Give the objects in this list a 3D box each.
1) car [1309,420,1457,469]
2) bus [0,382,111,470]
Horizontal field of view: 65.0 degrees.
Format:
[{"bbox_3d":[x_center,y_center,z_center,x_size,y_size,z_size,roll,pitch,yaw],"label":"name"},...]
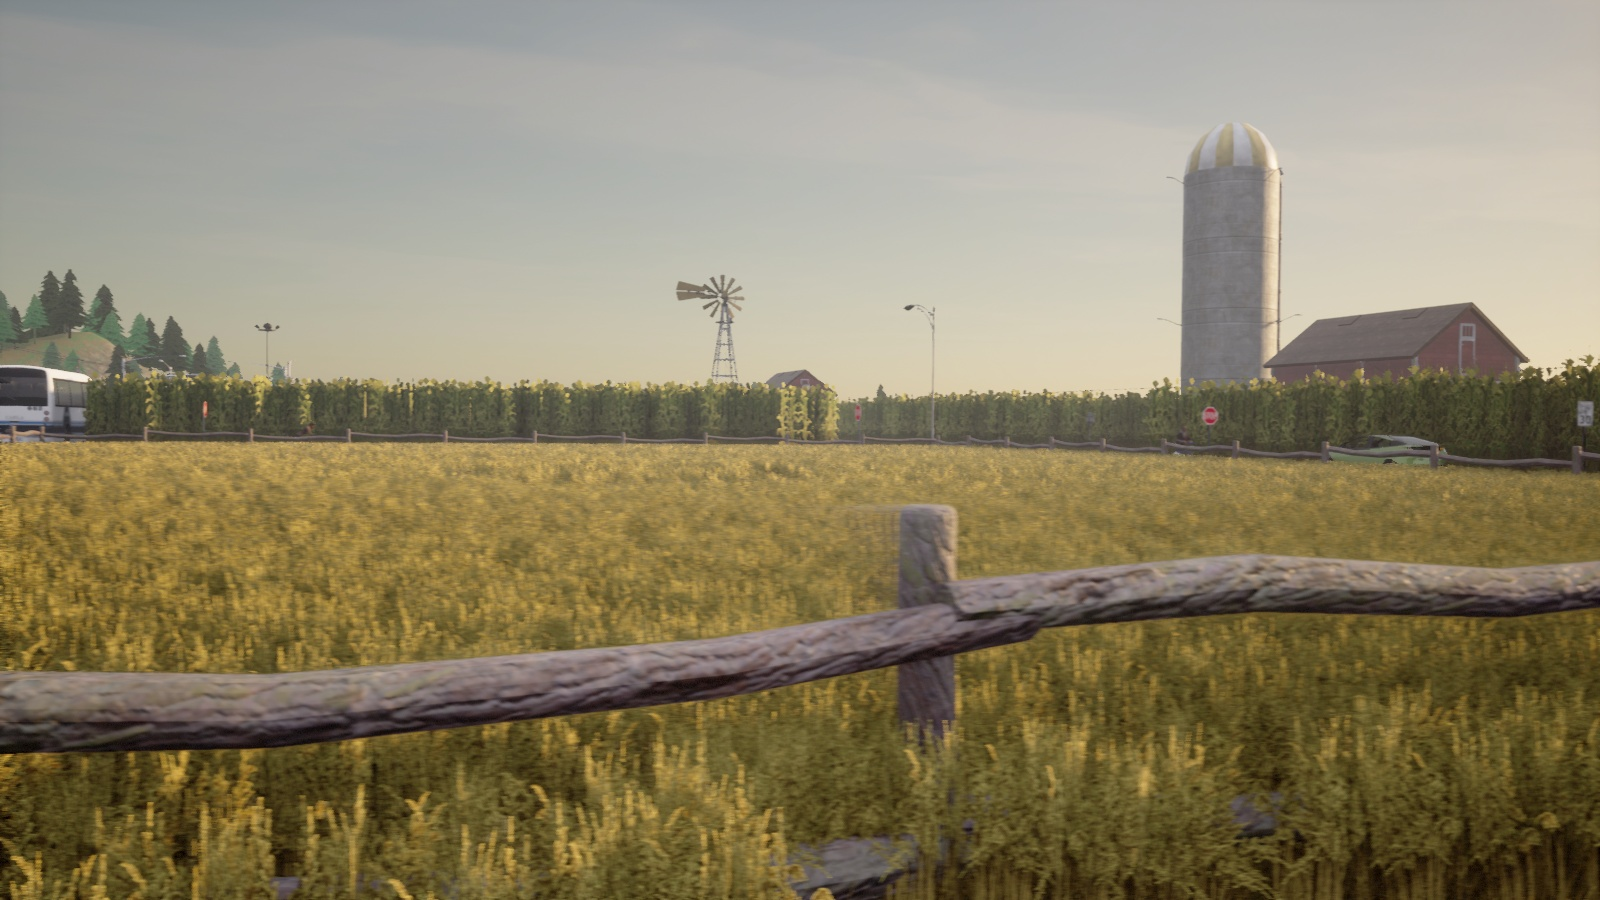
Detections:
[{"bbox_3d":[19.464,-0.216,42.189,2.007,1.525,4.514,-1,1,-17],"label":"car"},{"bbox_3d":[-39.469,-1.221,65.724,3.944,4.253,10.273,-1,1,-18],"label":"bus"}]
